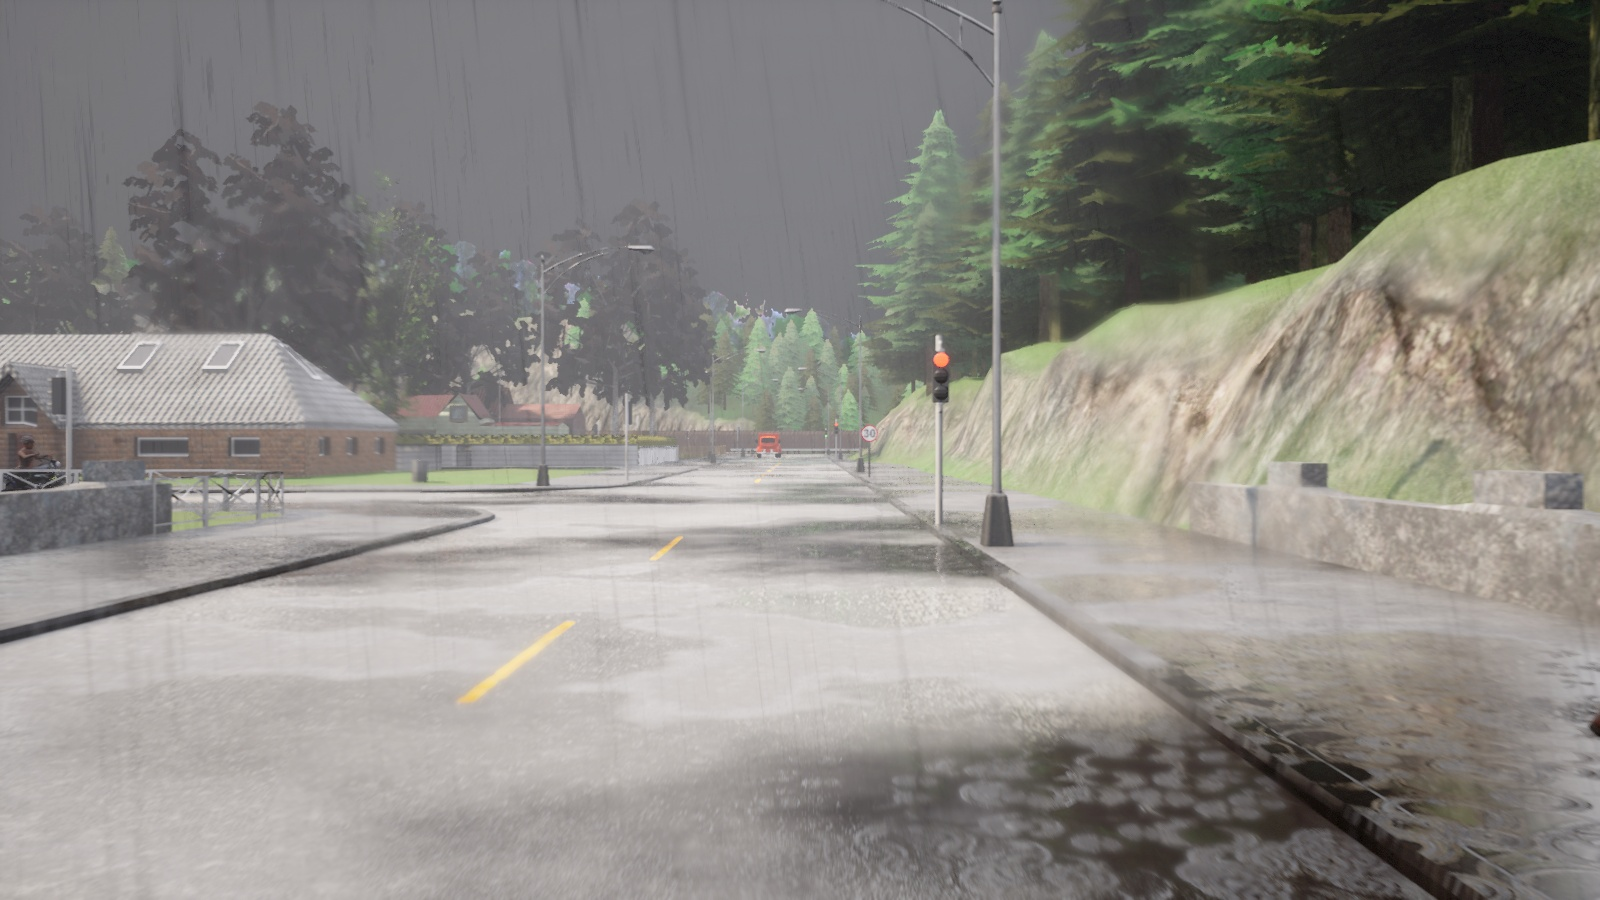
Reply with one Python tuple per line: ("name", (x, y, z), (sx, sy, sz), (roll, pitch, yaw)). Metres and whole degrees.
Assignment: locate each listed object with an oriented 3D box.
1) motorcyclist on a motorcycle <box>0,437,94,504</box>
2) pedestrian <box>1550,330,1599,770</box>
("motorcyclist on a motorcycle", (-19.096, 0.504, 31.488), (2.350, 1.649, 0.766), (0, 0, 0))
("pedestrian", (3.760, 0.430, 5.302), (0.563, 1.883, 0.849), (0, 0, -20))
